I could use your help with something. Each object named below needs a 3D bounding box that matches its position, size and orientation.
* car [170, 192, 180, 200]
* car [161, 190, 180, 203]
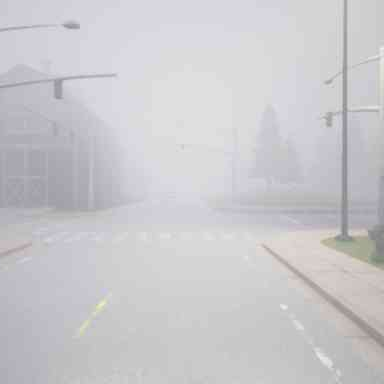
[{"bbox_3d":[-3.498,0.841,68.416,1.812,1.442,4.674,0,1,0],"label":"car"},{"bbox_3d":[-3.557,0.701,52.177,2.150,2.045,5.566,0,0,0],"label":"car"}]
